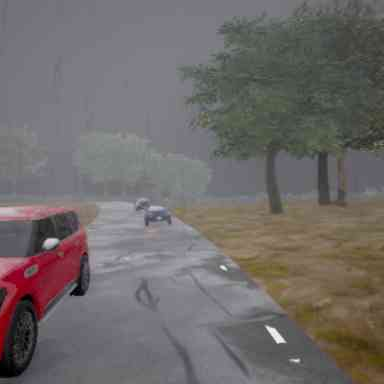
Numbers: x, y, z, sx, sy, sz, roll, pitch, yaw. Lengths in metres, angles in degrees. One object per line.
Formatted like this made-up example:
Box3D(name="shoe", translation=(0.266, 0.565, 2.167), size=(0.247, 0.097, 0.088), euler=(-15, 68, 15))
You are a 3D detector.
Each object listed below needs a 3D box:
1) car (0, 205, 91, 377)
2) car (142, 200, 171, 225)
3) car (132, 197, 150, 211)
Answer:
Box3D(name="car", translation=(-3.364, 1.314, 5.936), size=(2.150, 2.045, 5.566), euler=(-1, 0, -5))
Box3D(name="car", translation=(-2.608, 1.610, 24.878), size=(1.812, 1.442, 4.674), euler=(-1, 0, -9))
Box3D(name="car", translation=(-6.114, 1.386, 40.893), size=(1.837, 1.490, 4.892), euler=(-13, 7, -14))
